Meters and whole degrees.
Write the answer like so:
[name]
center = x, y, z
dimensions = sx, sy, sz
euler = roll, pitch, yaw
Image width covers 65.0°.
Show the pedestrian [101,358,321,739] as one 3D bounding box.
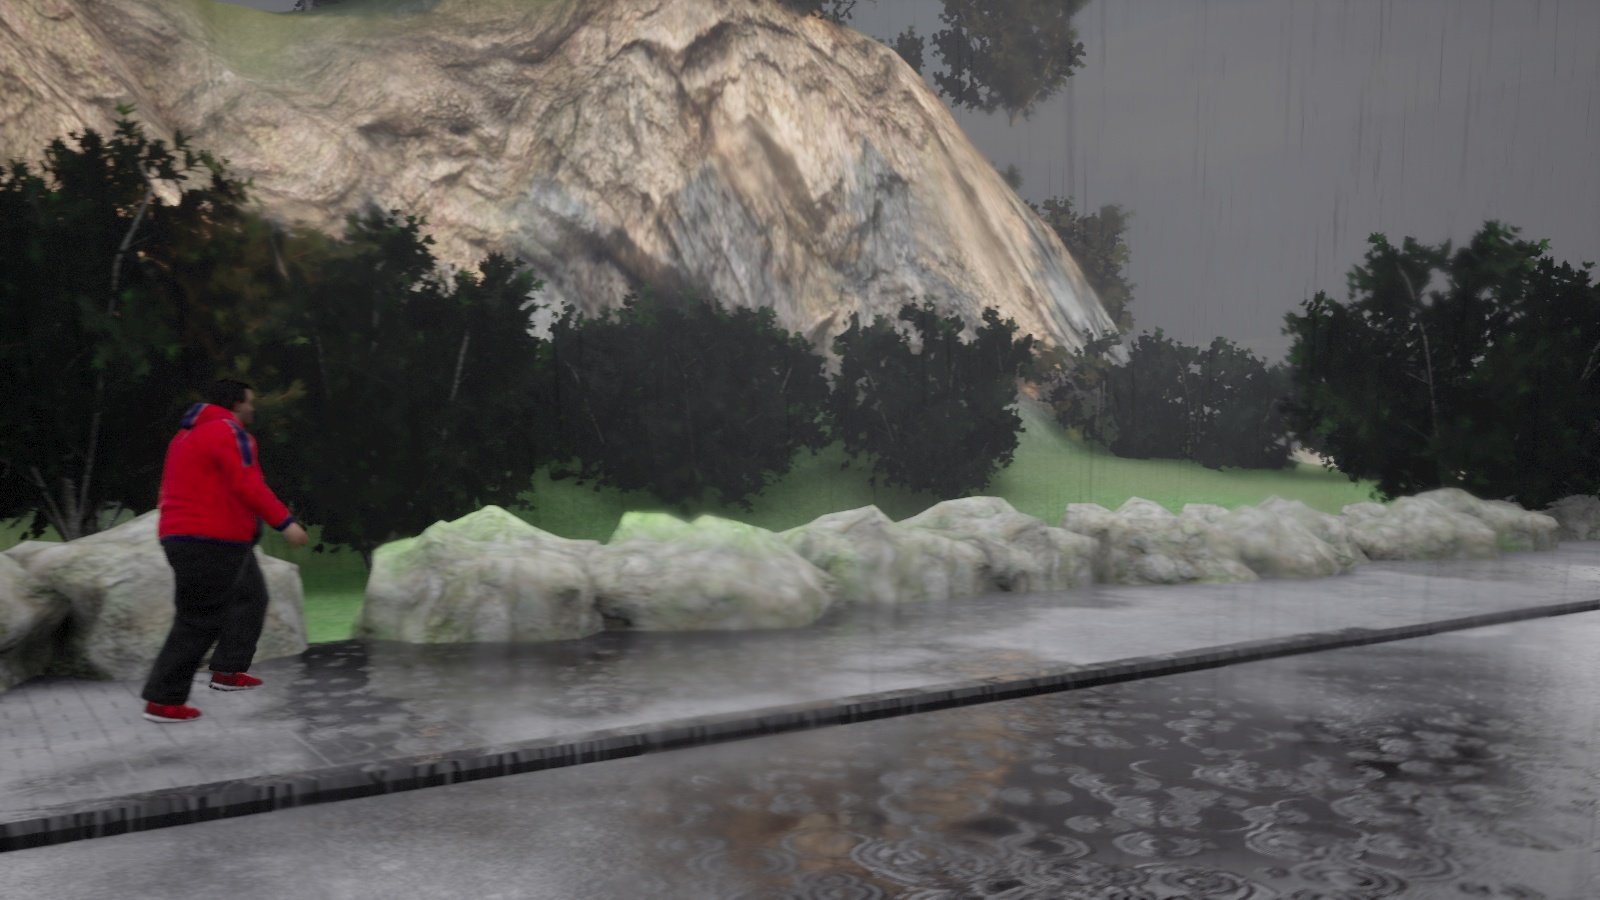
[pedestrian]
center = -3.094, 0.477, 6.606
dimensions = 0.899, 1.844, 0.634
euler = 0, 0, -42
